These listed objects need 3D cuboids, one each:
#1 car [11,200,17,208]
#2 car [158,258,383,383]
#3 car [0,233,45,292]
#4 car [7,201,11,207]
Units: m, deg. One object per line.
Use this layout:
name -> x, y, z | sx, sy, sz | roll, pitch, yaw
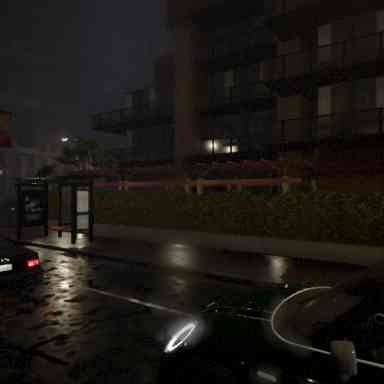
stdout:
car -> -22.065, 1.505, 46.547 | 1.837, 1.490, 4.892 | 0, 0, 36
car -> 1.882, 1.352, 2.662 | 4.553, 1.767, 2.097 | 0, 0, 35
car -> -5.735, 1.547, 8.039 | 5.357, 1.411, 2.033 | 0, 0, 36
car -> -24.563, 1.477, 49.090 | 1.882, 1.535, 5.008 | 0, 0, 35
